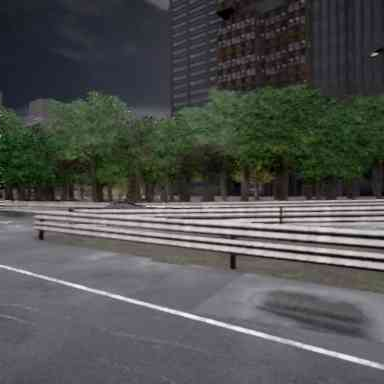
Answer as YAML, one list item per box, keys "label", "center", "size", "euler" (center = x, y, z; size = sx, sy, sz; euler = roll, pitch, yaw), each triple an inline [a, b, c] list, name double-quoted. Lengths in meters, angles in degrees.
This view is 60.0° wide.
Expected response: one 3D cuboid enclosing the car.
- label: "car"
  center: [-4.991, 1.457, 21.818]
  size: [4.892, 1.490, 1.837]
  euler: [-1, 0, 14]
